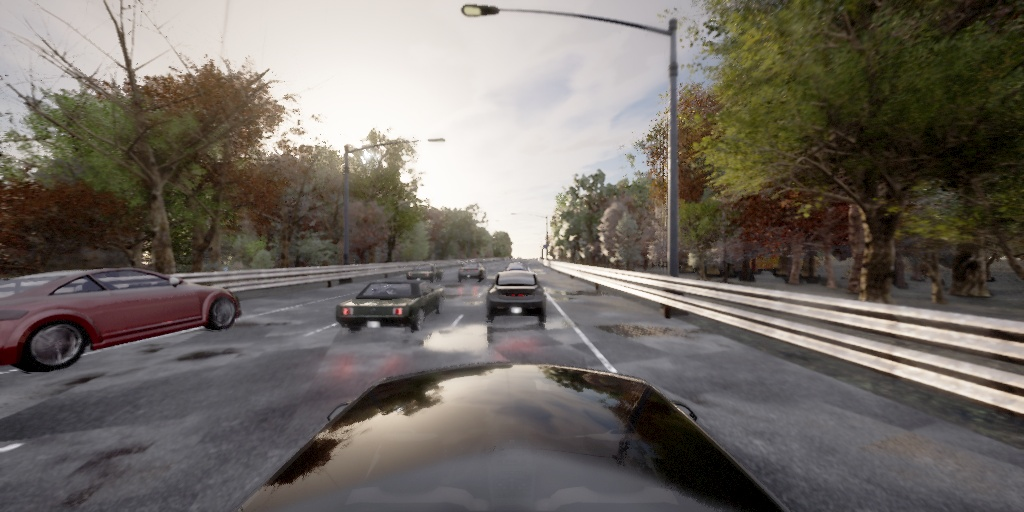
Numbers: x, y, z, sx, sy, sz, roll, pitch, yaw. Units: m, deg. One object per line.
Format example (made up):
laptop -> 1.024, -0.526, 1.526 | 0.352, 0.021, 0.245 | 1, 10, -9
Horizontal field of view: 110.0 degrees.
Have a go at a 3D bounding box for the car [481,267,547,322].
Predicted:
car -> 0.147, 1.282, 12.460 | 1.837, 1.490, 4.892 | 0, 0, 0

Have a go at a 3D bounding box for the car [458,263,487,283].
car -> -3.154, 1.302, 28.928 | 2.128, 1.511, 4.902 | 0, 0, 1

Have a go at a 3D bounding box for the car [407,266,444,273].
car -> -6.671, 1.410, 28.088 | 1.895, 1.301, 4.718 | 0, 0, 1

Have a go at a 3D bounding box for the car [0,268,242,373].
car -> -6.952, 0.906, 6.139 | 1.994, 1.385, 4.181 | -4, 0, 0

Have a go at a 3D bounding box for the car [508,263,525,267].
car -> 0.356, 1.338, 30.179 | 1.812, 1.442, 4.674 | 0, 0, 1

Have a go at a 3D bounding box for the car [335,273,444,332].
car -> -3.345, 1.373, 10.885 | 1.895, 1.301, 4.718 | 0, 0, 0
